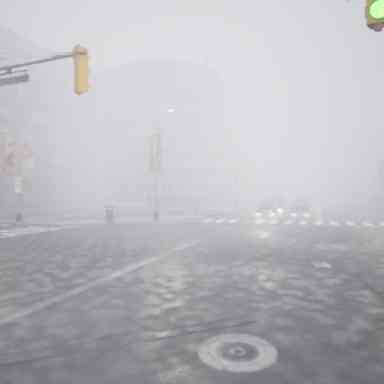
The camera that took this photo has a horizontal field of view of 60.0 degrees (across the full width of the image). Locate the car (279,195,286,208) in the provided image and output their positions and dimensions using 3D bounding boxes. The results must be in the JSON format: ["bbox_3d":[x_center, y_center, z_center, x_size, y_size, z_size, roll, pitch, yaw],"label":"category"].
[{"bbox_3d":[11.792,1.380,46.026,2.128,1.511,4.902,-1,0,21],"label":"car"}]

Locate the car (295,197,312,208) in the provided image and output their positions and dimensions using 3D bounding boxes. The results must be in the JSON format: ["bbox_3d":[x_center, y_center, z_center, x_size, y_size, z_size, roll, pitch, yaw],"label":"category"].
[{"bbox_3d":[15.267,1.397,45.356,2.033,1.411,5.357,-1,0,21],"label":"car"}]

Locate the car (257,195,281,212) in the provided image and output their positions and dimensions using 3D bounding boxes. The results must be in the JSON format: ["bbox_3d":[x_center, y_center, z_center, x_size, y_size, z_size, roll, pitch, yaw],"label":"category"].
[{"bbox_3d":[8.474,1.427,37.212,1.837,1.490,4.892,-1,0,21],"label":"car"}]

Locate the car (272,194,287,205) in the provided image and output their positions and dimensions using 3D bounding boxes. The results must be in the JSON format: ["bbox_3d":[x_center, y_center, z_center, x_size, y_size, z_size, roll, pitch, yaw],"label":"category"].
[{"bbox_3d":[14.620,1.214,55.580,2.097,1.767,4.553,-1,0,10],"label":"car"}]

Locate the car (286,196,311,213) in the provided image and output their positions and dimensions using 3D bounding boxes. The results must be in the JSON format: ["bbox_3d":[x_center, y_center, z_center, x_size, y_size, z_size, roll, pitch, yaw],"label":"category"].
[{"bbox_3d":[11.753,1.432,35.981,2.033,1.411,5.357,-1,0,21],"label":"car"}]

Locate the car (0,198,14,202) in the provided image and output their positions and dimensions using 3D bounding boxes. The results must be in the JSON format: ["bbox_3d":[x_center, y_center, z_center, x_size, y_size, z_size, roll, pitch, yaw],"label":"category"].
[{"bbox_3d":[-28.306,1.660,50.002,4.674,1.452,2.002,-1,0,20],"label":"car"}]

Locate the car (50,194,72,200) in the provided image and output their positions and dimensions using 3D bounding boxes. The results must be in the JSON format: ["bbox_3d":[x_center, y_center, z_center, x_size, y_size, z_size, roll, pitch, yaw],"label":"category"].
[{"bbox_3d":[-31.120,1.413,78.746,5.566,2.045,2.435,-1,0,20],"label":"car"}]

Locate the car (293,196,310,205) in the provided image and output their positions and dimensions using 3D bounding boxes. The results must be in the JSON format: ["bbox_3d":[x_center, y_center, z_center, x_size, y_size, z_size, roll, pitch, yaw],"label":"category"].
[{"bbox_3d":[18.071,1.387,54.964,1.994,1.385,4.181,-1,0,10],"label":"car"}]
